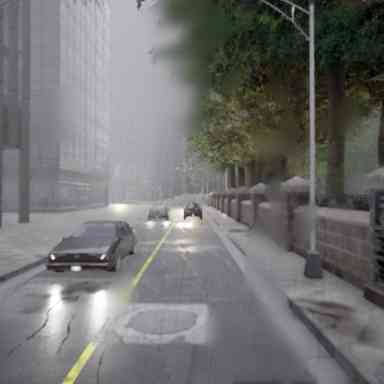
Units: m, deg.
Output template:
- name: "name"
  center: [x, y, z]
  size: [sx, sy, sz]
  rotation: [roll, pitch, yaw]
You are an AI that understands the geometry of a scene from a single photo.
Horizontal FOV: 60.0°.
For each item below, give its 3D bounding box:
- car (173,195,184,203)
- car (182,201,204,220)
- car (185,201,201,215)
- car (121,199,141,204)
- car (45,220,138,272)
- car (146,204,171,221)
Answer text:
- name: "car"
  center: [-2.973, 1.733, 72.734]
  size: [2.150, 2.045, 5.566]
  rotation: [0, -1, 0]
- name: "car"
  center: [0.108, 1.927, 33.014]
  size: [1.837, 1.490, 4.892]
  rotation: [0, -1, 0]
- name: "car"
  center: [0.106, 2.024, 43.313]
  size: [1.882, 1.535, 5.008]
  rotation: [0, 0, 0]
- name: "car"
  center: [-14.902, 2.389, 81.060]
  size: [4.829, 1.417, 1.752]
  rotation: [1, -1, 0]
- name: "car"
  center: [-3.097, 1.697, 11.547]
  size: [2.033, 1.411, 5.357]
  rotation: [0, -1, 0]
- name: "car"
  center: [-3.088, 1.935, 31.879]
  size: [1.812, 1.442, 4.674]
  rotation: [0, -1, 0]
